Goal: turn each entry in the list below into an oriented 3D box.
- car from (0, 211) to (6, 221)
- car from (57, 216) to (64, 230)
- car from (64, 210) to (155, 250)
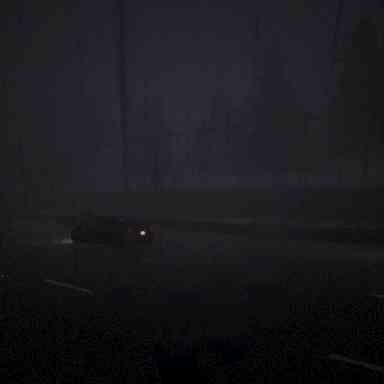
[{"bbox_3d":[-19.597,2.055,31.469,4.718,1.301,1.895,-1,-1,36],"label":"car"},{"bbox_3d":[-6.961,1.874,22.170,4.718,1.301,1.895,-1,-1,36],"label":"car"},{"bbox_3d":[-3.719,1.746,15.434,4.181,1.385,1.994,-1,-1,36],"label":"car"}]
